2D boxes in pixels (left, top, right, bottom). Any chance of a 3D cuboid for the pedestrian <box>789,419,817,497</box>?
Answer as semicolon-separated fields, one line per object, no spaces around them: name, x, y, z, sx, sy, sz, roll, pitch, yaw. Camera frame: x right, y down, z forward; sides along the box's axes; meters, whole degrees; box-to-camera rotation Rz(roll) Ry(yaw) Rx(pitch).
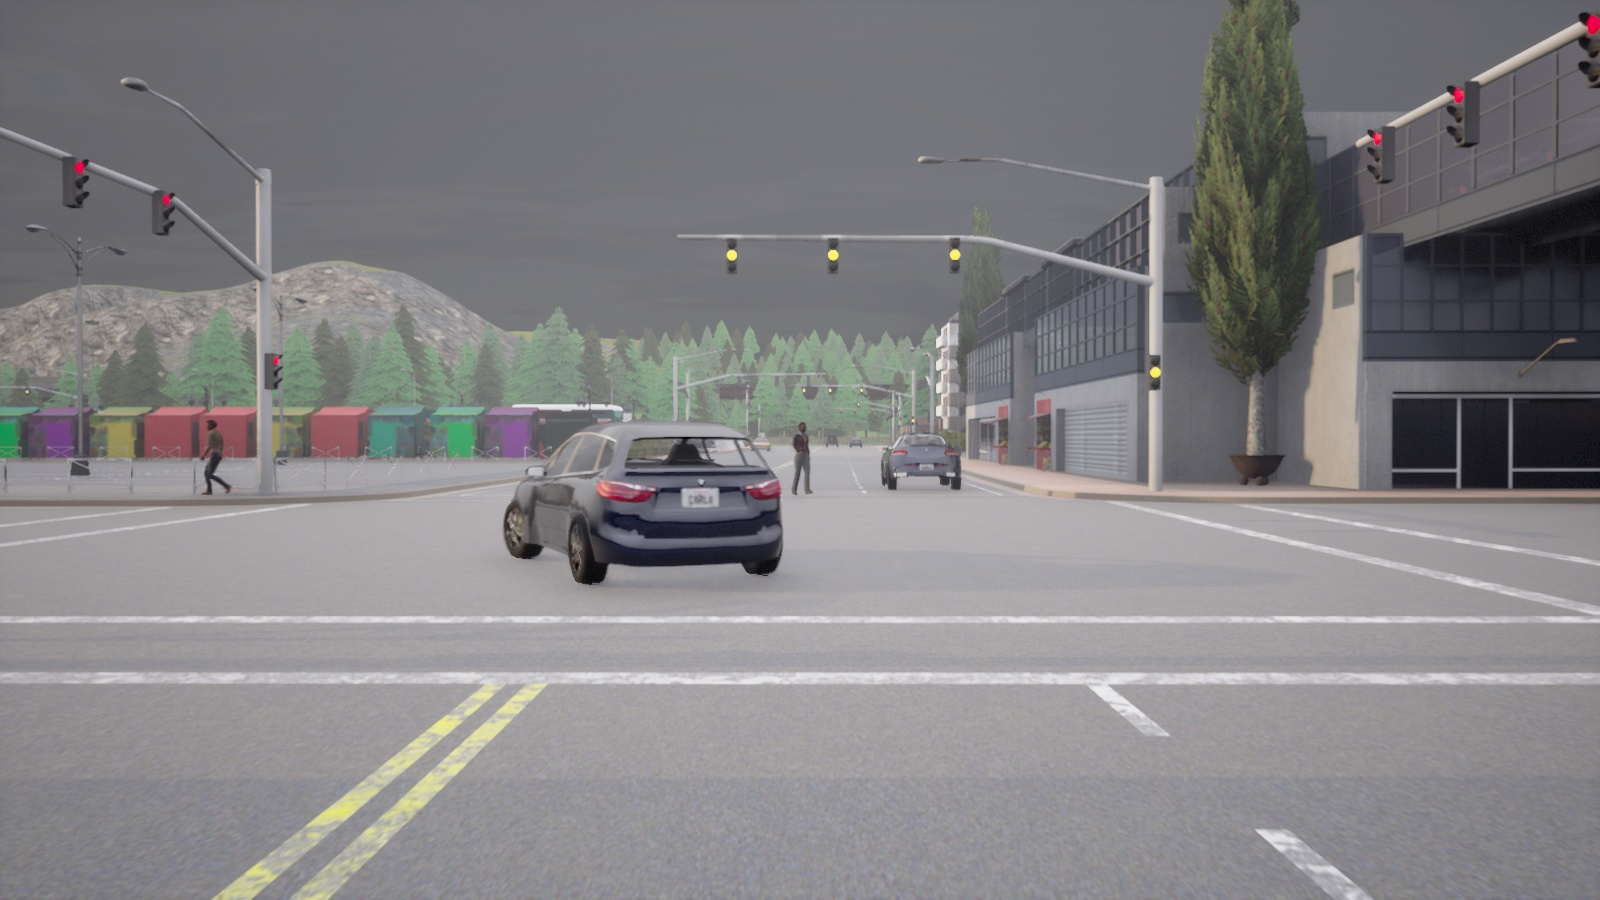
pedestrian;0.065;0.201;31.444;0.402;1.930;0.666;0;1;-32

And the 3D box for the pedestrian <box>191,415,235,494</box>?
pedestrian;-13.553;0.096;28.996;0.869;1.805;0.328;0;1;-6

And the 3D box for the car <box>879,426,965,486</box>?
car;3.561;0.142;37.472;2.152;1.651;5.027;0;1;1

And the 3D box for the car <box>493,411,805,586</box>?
car;-1.944;0.439;14.518;2.242;1.667;4.611;0;1;-25
